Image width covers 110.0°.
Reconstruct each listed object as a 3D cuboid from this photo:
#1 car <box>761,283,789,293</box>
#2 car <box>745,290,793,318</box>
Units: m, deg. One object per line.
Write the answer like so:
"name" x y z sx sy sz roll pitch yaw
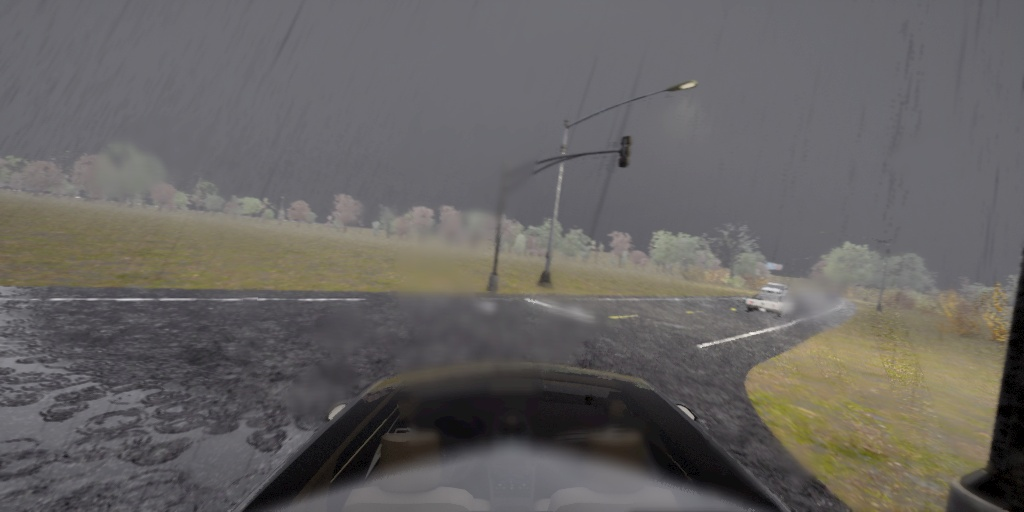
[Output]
"car" 30.740 4.225 41.860 5.566 2.045 2.150 6 2 -45
"car" 17.101 3.200 23.683 4.718 1.301 1.895 6 2 -44
